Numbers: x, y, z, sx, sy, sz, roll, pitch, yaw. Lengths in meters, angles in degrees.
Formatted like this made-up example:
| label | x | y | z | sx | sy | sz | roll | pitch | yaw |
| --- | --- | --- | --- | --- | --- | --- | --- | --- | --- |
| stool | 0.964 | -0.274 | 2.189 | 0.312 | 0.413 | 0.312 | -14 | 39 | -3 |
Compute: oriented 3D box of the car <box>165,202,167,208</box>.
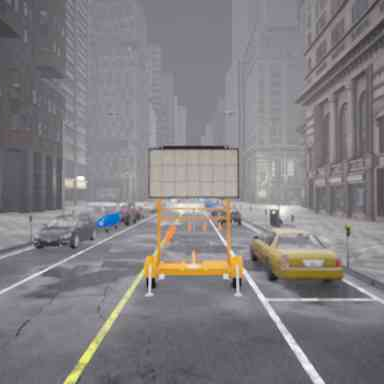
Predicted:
| label | x | y | z | sx | sy | sz | roll | pitch | yaw |
| --- | --- | --- | --- | --- | --- | --- | --- | --- | --- |
| car | -5.505 | 2.191 | 54.103 | 1.887 | 1.381 | 4.507 | 0 | -1 | 0 |

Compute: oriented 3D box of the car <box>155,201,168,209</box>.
| label | x | y | z | sx | sy | sz | roll | pitch | yaw |
| --- | --- | --- | --- | --- | --- | --- | --- | --- | --- |
| car | -5.479 | 2.256 | 59.628 | 1.887 | 1.381 | 4.507 | 0 | -1 | 0 |

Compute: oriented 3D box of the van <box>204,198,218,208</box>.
| label | x | y | z | sx | sy | sz | roll | pitch | yaw |
| --- | --- | --- | --- | --- | --- | --- | --- | --- | --- |
| van | 3.020 | 1.909 | 48.522 | 1.690 | 1.788 | 3.998 | 0 | -1 | 0 |

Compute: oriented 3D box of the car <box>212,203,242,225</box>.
| label | x | y | z | sx | sy | sz | roll | pitch | yaw |
| --- | --- | --- | --- | --- | --- | --- | --- | --- | --- |
| car | 2.907 | 1.859 | 26.421 | 2.008 | 1.369 | 4.403 | 0 | -1 | 0 |

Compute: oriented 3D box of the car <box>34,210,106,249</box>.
| label | x | y | z | sx | sy | sz | roll | pitch | yaw |
| --- | --- | --- | --- | --- | --- | --- | --- | --- | --- |
| car | -5.687 | 1.741 | 15.428 | 2.008 | 1.369 | 4.403 | 0 | -1 | 0 |

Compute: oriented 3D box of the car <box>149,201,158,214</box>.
| label | x | y | z | sx | sy | sz | roll | pitch | yaw |
| --- | --- | --- | --- | --- | --- | --- | --- | --- | --- |
| car | -5.557 | 2.039 | 42.884 | 1.752 | 1.417 | 4.829 | 0 | -1 | 0 |

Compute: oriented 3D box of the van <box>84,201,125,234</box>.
| label | x | y | z | sx | sy | sz | roll | pitch | yaw |
| --- | --- | --- | --- | --- | --- | --- | --- | --- | --- |
| van | -5.660 | 1.597 | 20.956 | 1.690 | 1.788 | 3.998 | 0 | -1 | 0 |

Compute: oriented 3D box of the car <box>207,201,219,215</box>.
| label | x | y | z | sx | sy | sz | roll | pitch | yaw |
| --- | --- | --- | --- | --- | --- | --- | --- | --- | --- |
| car | 2.964 | 2.020 | 37.469 | 1.802 | 1.307 | 4.206 | 0 | -1 | 0 |

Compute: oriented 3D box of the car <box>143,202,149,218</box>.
| label | x | y | z | sx | sy | sz | roll | pitch | yaw |
| --- | --- | --- | --- | --- | --- | --- | --- | --- | --- |
| car | -5.609 | 1.930 | 32.003 | 1.887 | 1.381 | 4.507 | 0 | -1 | 0 |

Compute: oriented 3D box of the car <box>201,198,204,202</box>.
| label | x | y | z | sx | sy | sz | roll | pitch | yaw |
| --- | --- | --- | --- | --- | --- | --- | --- | --- | --- |
| car | 3.076 | 2.244 | 59.568 | 1.887 | 1.381 | 4.507 | 0 | -1 | 0 |

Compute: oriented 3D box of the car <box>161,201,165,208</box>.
| label | x | y | z | sx | sy | sz | roll | pitch | yaw |
| --- | --- | --- | --- | --- | --- | --- | --- | --- | --- |
| car | -5.531 | 2.125 | 48.578 | 1.887 | 1.381 | 4.507 | 0 | -1 | 0 |

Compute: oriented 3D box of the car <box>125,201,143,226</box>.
| label | x | y | z | sx | sy | sz | roll | pitch | yaw |
| --- | --- | --- | --- | --- | --- | --- | --- | --- | --- |
| car | -5.634 | 1.635 | 26.481 | 2.192 | 1.841 | 5.009 | 0 | -1 | 0 |

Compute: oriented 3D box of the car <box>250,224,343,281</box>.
| label | x | y | z | sx | sy | sz | roll | pitch | yaw |
| --- | --- | --- | --- | --- | --- | --- | --- | --- | --- |
| car | 2.824 | 1.641 | 10.017 | 1.752 | 1.417 | 4.829 | 0 | -1 | 0 |

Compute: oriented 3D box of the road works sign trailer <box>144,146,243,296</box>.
| label | x | y | z | sx | sy | sz | roll | pitch | yaw |
| --- | --- | --- | --- | --- | --- | --- | --- | --- | --- |
| road works sign trailer | 0.046 | 0.570 | 8.911 | 2.380 | 3.560 | 2.880 | 0 | -1 | 0 |
